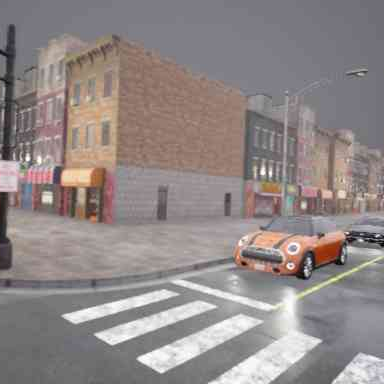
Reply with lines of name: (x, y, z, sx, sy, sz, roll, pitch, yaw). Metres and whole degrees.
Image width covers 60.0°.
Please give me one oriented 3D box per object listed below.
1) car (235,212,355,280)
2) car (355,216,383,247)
car: (3.369, 1.550, 10.837, 2.097, 1.767, 4.553, 2, -1, 42)
car: (10.115, 2.083, 18.401, 2.033, 1.411, 5.357, 2, -1, 42)
